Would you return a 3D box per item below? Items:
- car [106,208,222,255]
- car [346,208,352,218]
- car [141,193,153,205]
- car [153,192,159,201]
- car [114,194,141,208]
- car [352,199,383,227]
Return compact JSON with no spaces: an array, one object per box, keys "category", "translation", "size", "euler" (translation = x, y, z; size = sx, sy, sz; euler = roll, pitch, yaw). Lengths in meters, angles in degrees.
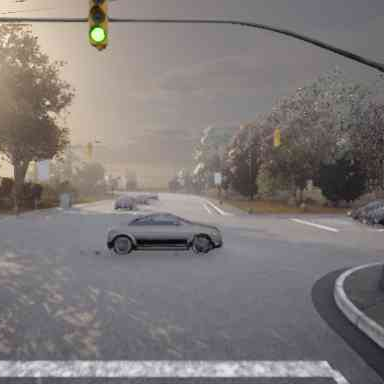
[{"category":"car","translation":[-0.994,1.458,12.234],"size":[4.181,1.385,1.994],"euler":[0,0,-3]},{"category":"car","translation":[13.531,1.298,23.673],"size":[4.892,1.490,1.837],"euler":[-1,1,-3]},{"category":"car","translation":[-7.130,1.083,47.318],"size":[1.837,1.490,4.892],"euler":[0,1,0]},{"category":"car","translation":[-7.346,0.859,62.755],"size":[1.882,1.535,5.008],"euler":[0,1,-2]},{"category":"car","translation":[-7.107,1.192,36.212],"size":[1.837,1.490,4.892],"euler":[0,1,0]},{"category":"car","translation":[12.622,1.179,20.115],"size":[4.553,1.767,2.097],"euler":[0,0,-3]}]
